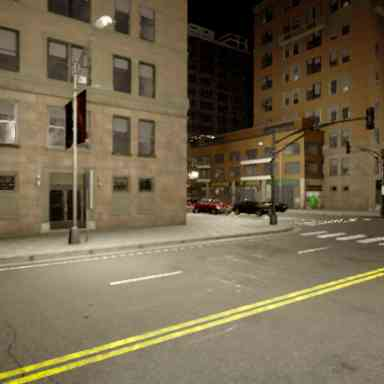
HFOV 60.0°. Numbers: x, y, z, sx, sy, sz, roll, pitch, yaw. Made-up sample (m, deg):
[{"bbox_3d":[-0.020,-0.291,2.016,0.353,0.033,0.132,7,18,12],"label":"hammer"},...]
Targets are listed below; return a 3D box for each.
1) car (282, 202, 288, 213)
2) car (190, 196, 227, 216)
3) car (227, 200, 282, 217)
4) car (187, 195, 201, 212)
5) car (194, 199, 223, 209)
[{"bbox_3d":[8.576,1.596,36.866,1.947,1.339,4.313,0,0,-35],"label":"car"},{"bbox_3d":[2.021,1.434,32.238,1.967,1.590,4.097,0,0,-35],"label":"car"},{"bbox_3d":[5.761,1.532,31.340,1.812,1.442,4.674,0,0,-35],"label":"car"},{"bbox_3d":[-1.158,1.432,36.740,1.967,1.590,4.097,0,0,-35],"label":"car"},{"bbox_3d":[2.218,1.609,45.871,1.802,1.307,4.206,0,0,-35],"label":"car"}]
